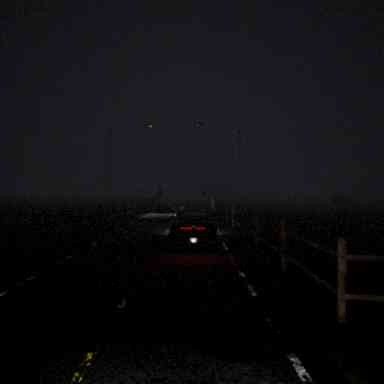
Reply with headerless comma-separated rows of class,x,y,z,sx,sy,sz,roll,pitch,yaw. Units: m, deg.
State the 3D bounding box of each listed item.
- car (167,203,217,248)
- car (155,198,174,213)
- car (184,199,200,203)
car,0.053,1.477,14.565,1.837,1.490,4.892,0,1,0
car,-2.938,1.407,36.169,1.882,1.535,5.008,0,0,0
car,0.014,1.430,31.041,2.128,1.511,4.902,0,0,0
